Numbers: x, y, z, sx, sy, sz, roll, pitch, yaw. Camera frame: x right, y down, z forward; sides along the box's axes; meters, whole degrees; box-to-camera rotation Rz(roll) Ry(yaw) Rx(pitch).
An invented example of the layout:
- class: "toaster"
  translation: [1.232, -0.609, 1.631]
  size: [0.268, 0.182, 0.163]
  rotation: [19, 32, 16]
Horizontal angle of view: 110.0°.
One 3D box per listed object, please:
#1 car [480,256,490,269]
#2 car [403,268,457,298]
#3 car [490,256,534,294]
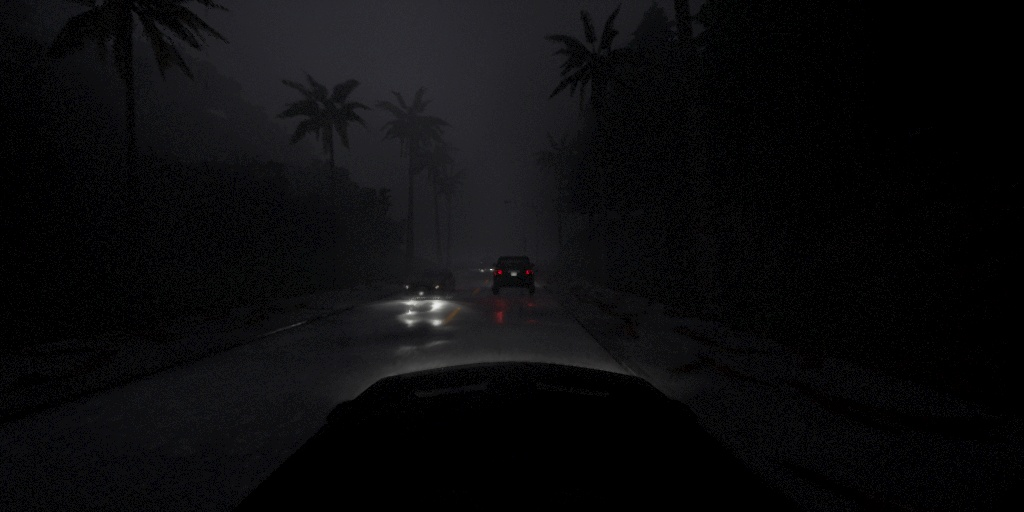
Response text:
- class: "car"
  translation: [-4.055, 1.086, 59.851]
  size: [2.150, 2.045, 5.566]
  rotation: [0, 0, 1]
- class: "car"
  translation: [-4.106, 1.329, 18.907]
  size: [2.033, 1.411, 5.357]
  rotation: [0, 0, 0]
- class: "car"
  translation: [0.094, 1.006, 20.708]
  size: [2.150, 2.045, 5.566]
  rotation: [0, 0, 0]
